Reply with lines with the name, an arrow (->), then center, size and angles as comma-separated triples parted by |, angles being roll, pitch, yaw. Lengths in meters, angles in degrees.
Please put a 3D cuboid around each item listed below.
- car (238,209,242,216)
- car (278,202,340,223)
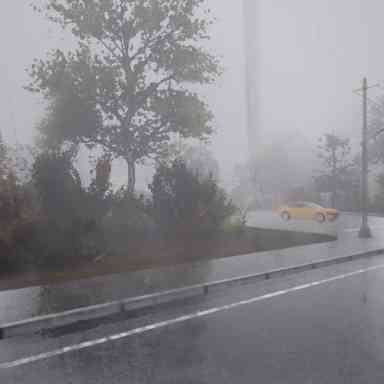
car -> 2.991, 1.584, 34.354 | 2.097, 1.767, 4.553 | 0, -1, -43
car -> 9.326, 1.566, 26.865 | 1.882, 1.535, 5.008 | 0, -1, -39
